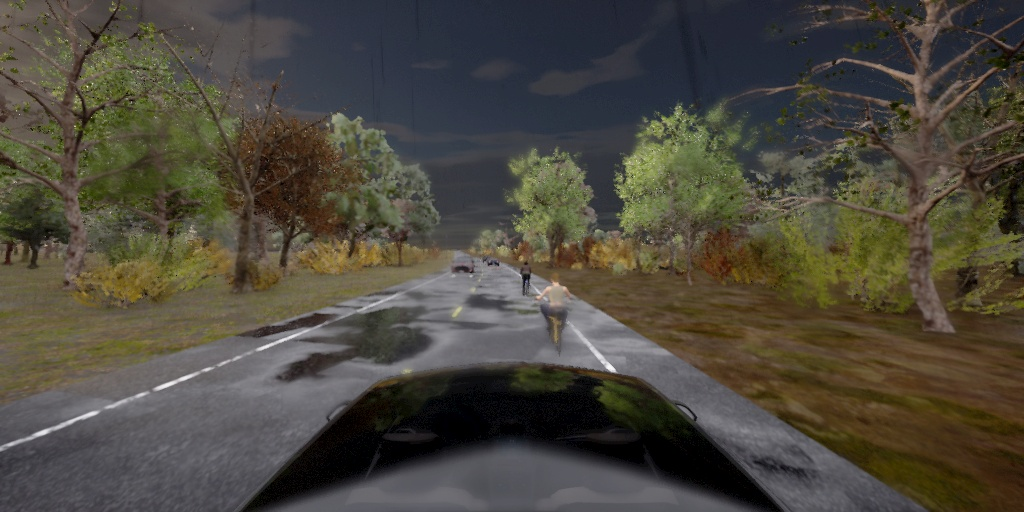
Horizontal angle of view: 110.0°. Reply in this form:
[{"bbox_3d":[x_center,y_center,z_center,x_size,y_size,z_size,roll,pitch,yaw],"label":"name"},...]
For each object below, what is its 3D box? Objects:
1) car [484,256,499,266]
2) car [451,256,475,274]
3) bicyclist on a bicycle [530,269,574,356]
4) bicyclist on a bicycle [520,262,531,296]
[{"bbox_3d":[-3.124,0.929,58.189,1.895,1.301,4.718,0,1,-6],"label":"car"},{"bbox_3d":[-4.844,0.871,35.842,2.097,1.767,4.553,0,0,-4],"label":"car"},{"bbox_3d":[0.910,1.150,7.529,0.866,1.612,1.509,0,0,-1],"label":"bicyclist on a bicycle"},{"bbox_3d":[0.674,1.102,17.010,0.582,1.620,1.656,0,0,-2],"label":"bicyclist on a bicycle"}]
